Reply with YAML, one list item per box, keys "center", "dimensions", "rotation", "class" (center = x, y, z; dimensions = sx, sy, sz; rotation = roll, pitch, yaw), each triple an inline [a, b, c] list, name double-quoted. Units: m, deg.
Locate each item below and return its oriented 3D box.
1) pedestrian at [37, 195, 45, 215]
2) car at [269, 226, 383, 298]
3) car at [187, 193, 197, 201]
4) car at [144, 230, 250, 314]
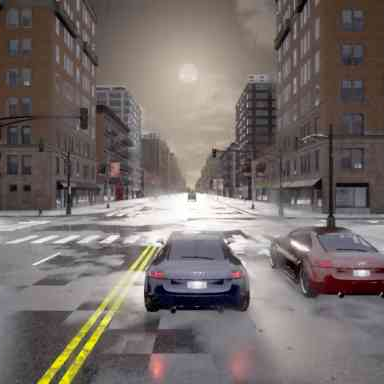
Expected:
- center: [-14.143, 1.170, 31.038]
  dimensions: [0.375, 1.860, 0.375]
  rotation: [0, 0, 0]
  class: "pedestrian"
- center: [3.337, 1.564, 8.533]
  dimensions: [1.994, 1.385, 4.181]
  rotation: [0, 0, 0]
  class: "car"
- center: [-0.002, 1.212, 80.231]
  dimensions: [2.150, 2.045, 5.566]
  rotation: [0, 0, 0]
  class: "car"
- center: [0.087, 1.564, 7.715]
  dimensions: [1.994, 1.385, 4.181]
  rotation: [0, 0, 0]
  class: "car"
